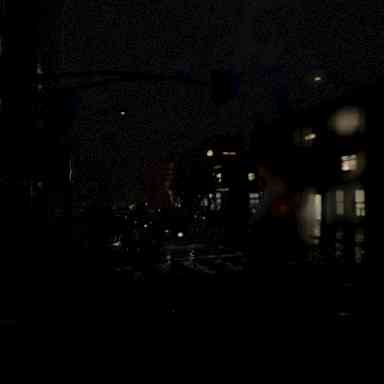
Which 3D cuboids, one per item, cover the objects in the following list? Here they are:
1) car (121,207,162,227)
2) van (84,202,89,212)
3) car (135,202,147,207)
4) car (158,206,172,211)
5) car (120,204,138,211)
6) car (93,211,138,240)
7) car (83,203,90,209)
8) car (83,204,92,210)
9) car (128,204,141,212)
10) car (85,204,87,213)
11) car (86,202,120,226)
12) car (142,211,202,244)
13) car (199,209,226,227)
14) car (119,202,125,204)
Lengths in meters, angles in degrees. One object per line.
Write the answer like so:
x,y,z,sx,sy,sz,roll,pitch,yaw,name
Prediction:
-4.310,2.221,27.479,2.033,1.411,5.357,0,-1,-19,car
-15.593,2.640,52.139,1.690,1.788,3.998,-1,-1,-19,van
-9.479,2.713,60.099,2.192,1.841,5.009,-1,-1,-19,car
-3.796,2.553,43.717,2.008,1.369,4.403,-1,-1,-19,car
-7.605,2.410,37.044,1.837,1.490,4.892,0,-1,-19,car
-4.858,2.106,20.716,1.947,1.339,4.313,-1,-1,-19,car
-28.193,3.703,88.582,1.752,1.417,4.829,-1,-1,-19,car
-24.630,3.474,78.283,1.887,1.381,4.507,-1,-1,-19,car
-11.337,3.053,65.486,1.752,1.417,4.829,-1,-1,-19,car
-11.747,2.470,40.987,1.967,1.590,4.097,-1,-1,-19,car
-8.218,2.092,30.501,2.192,1.841,5.009,-1,-1,-19,car
-1.240,2.023,18.622,1.994,1.385,4.181,0,-1,-19,car
1.500,2.190,28.763,2.008,1.369,4.403,-1,-1,-19,car
-10.926,2.631,46.786,2.128,1.511,4.902,0,-1,-18,car
